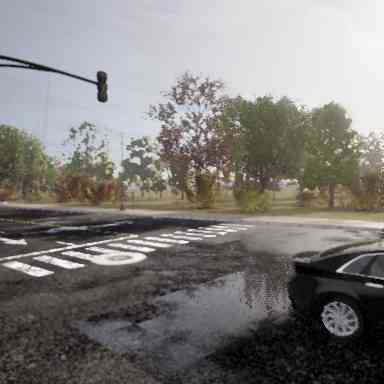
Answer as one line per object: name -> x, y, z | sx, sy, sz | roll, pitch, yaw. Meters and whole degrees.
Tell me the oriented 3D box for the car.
car -> 3.905, 1.554, 4.937 | 4.892, 1.490, 1.837 | 0, 2, 38
